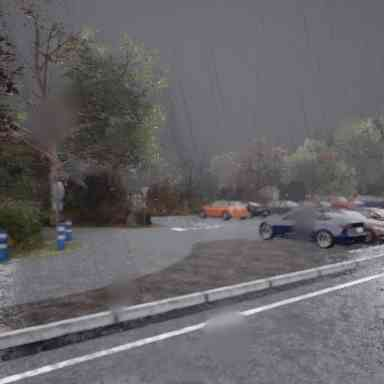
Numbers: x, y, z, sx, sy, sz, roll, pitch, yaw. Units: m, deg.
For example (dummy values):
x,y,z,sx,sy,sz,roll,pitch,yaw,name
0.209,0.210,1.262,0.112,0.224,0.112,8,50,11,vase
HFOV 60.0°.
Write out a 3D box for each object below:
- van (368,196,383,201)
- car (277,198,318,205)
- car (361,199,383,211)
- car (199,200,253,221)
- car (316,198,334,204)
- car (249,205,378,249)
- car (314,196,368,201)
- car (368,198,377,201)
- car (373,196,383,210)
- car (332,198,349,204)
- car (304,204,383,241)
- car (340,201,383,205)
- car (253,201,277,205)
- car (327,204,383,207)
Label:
x,y,z,sx,sy,sz,roll,pitch,yaw,name
23.443,1.493,42.850,1.878,1.987,4.442,-1,0,-35,van
9.491,1.631,33.207,2.231,1.521,4.892,1,0,-35,car
25.671,1.725,44.599,2.163,1.488,4.792,-1,0,-35,car
2.582,1.424,28.308,2.185,1.767,4.553,1,0,-35,car
11.720,1.685,34.728,2.163,1.488,4.792,1,0,-35,car
5.182,1.528,14.834,2.163,1.488,4.792,1,0,-35,car
16.343,1.458,37.976,2.435,2.045,5.566,1,0,-35,car
18.648,1.732,39.623,2.097,1.535,5.008,1,-1,-35,car
27.914,1.548,46.097,2.185,1.767,4.553,-1,0,-35,car
14.031,1.712,36.351,2.163,1.488,4.792,1,0,-35,car
7.510,1.565,16.438,2.002,1.452,4.674,1,0,-35,car
12.029,1.576,19.837,1.946,1.575,5.366,1,0,-35,car
4.774,1.575,29.880,2.097,1.535,5.008,1,0,-35,car
9.822,1.592,18.062,2.002,1.452,4.674,1,0,-35,car
